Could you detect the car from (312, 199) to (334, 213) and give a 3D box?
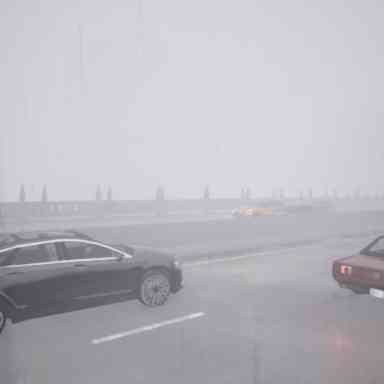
[{"bbox_3d":[12.366,1.504,33.614,4.892,1.490,1.837,0,0,-34],"label":"car"}]

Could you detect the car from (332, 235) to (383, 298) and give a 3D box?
[{"bbox_3d":[5.295,1.601,7.454,4.718,1.301,1.895,0,0,-35],"label":"car"}]

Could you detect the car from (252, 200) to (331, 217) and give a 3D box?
[{"bbox_3d":[6.424,1.504,21.194,4.892,1.490,1.837,0,0,-34],"label":"car"}]

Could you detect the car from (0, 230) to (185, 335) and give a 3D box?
[{"bbox_3d":[-2.422,1.491,6.310,4.902,1.511,2.128,0,0,-35],"label":"car"}]

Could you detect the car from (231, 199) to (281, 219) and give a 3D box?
[{"bbox_3d":[5.059,1.351,24.494,4.553,1.767,2.097,0,0,-34],"label":"car"}]
